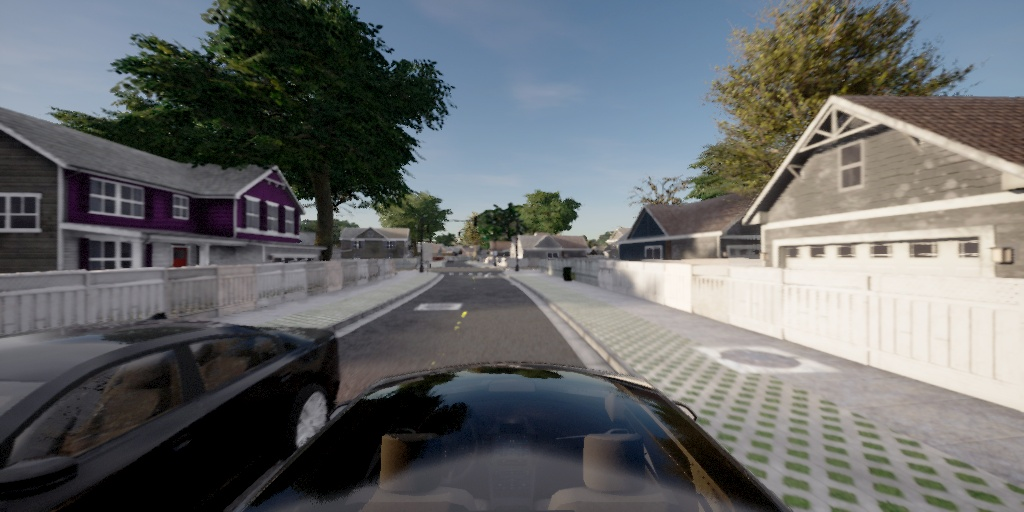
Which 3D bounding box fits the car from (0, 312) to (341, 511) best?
[{"bbox_3d":[-2.915,1.235,2.137,1.882,1.535,5.008,0,0,0],"label":"car"}]
